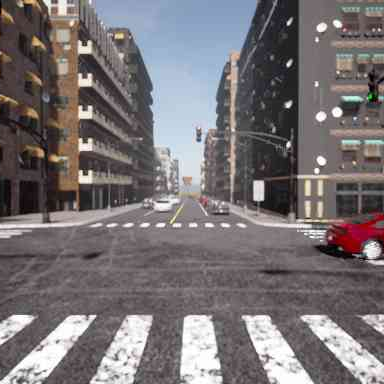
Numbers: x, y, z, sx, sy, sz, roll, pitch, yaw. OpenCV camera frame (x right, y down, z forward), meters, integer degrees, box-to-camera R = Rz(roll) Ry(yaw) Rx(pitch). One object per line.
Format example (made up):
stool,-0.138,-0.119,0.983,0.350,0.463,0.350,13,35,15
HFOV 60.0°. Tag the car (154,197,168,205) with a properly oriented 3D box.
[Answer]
car,-5.724,1.582,61.842,2.008,1.369,4.403,-1,0,0

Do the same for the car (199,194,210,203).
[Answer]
car,2.607,1.365,73.015,2.192,1.841,5.009,-1,0,0

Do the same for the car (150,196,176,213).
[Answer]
car,-3.131,1.528,36.711,1.812,1.442,4.674,0,0,0

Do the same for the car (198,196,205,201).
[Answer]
car,2.598,1.665,89.909,1.802,1.307,4.206,-1,0,0

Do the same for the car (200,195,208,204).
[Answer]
car,2.651,1.561,50.388,1.887,1.381,4.507,-1,0,0

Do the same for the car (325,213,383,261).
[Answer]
car,7.459,1.513,12.016,5.008,1.535,1.882,0,1,0

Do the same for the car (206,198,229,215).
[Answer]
car,2.777,1.551,33.592,2.008,1.369,4.403,-1,0,0

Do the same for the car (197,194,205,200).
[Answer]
car,2.590,1.536,95.540,1.967,1.590,4.097,-1,0,0

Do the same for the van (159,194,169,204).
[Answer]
van,-5.734,1.382,67.475,1.690,1.788,3.998,-1,0,0

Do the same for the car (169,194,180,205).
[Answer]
car,-3.095,1.553,59.422,1.812,1.442,4.674,0,0,0

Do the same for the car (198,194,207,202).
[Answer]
car,2.617,1.585,67.382,1.887,1.381,4.507,-1,0,0

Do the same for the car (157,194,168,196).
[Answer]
car,-5.724,1.339,56.209,2.192,1.841,5.009,-1,0,0

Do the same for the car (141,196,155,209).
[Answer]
car,-5.880,1.560,44.944,2.008,1.369,4.403,-1,0,0

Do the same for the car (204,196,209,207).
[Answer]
car,2.764,1.555,39.123,2.008,1.369,4.403,-1,0,0
